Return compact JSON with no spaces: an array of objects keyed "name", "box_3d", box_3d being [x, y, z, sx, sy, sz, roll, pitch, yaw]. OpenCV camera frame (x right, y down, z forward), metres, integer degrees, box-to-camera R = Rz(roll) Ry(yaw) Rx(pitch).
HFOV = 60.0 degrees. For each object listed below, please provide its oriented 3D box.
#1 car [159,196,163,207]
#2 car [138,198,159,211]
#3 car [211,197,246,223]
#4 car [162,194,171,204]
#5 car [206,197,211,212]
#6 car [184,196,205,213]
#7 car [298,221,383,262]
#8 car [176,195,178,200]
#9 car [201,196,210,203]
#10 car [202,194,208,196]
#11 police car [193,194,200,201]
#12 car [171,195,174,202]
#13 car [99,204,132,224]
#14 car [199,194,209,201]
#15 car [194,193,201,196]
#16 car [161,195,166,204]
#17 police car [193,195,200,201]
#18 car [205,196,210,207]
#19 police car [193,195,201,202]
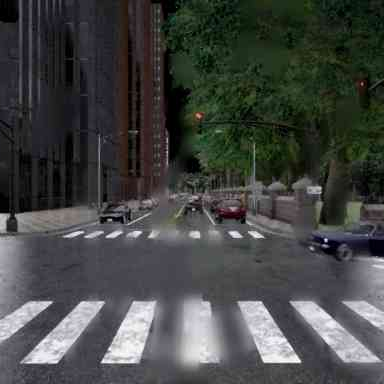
[{"name":"car","box_3d":[-5.616,1.616,47.062,1.802,1.307,4.206,0,0,0]},{"name":"car","box_3d":[-5.633,1.579,41.605,2.008,1.369,4.403,0,0,0]},{"name":"car","box_3d":[2.841,1.326,25.217,2.192,1.841,5.009,0,0,0]},{"name":"car","box_3d":[-5.565,1.635,63.433,1.802,1.307,4.206,0,0,0]},{"name":"car","box_3d":[2.875,1.588,36.129,1.947,1.339,4.313,0,0,0]},{"name":"car","box_3d":[0.194,1.528,36.750,1.837,1.490,4.892,0,0,0]},{"name":"car","box_3d":[6.429,1.753,12.367,4.718,1.301,1.895,1,0,-13]},{"name":"car","box_3d":[-5.479,1.533,90.718,1.967,1.590,4.097,0,0,0]},{"name":"car","box_3d":[2.995,1.593,74.495,1.752,1.417,4.829,0,0,0]},{"name":"car","box_3d":[2.926,1.481,52.499,1.967,1.590,4.097,0,0,0]},{"name":"police car","box_3d":[1.188,1.521,91.988,1.930,1.638,5.238,0,0,0]},{"name":"car","box_3d":[-5.547,1.375,68.890,2.192,1.841,5.009,0,0,0]},{"name":"car","box_3d":[-5.685,1.576,25.234,1.947,1.339,4.313,0,0,0]},{"name":"car","box_3d":[3.029,1.399,85.238,2.192,1.841,5.009,0,0,0]},{"name":"car","box_3d":[0.265,1.527,60.427,1.882,1.535,5.008,0,0,0]},{"name":"car","box_3d":[-5.599,1.623,52.519,1.802,1.307,4.206,0,0,0]},{"name":"police car","box_3d":[1.151,1.511,85.988,1.930,1.638,5.238,0,0,0]},{"name":"car","box_3d":[2.892,1.579,41.586,2.008,1.369,4.403,0,0,0]},{"name":"police car","box_3d":[1.138,1.495,75.988,1.930,1.638,5.238,0,0,0]}]
